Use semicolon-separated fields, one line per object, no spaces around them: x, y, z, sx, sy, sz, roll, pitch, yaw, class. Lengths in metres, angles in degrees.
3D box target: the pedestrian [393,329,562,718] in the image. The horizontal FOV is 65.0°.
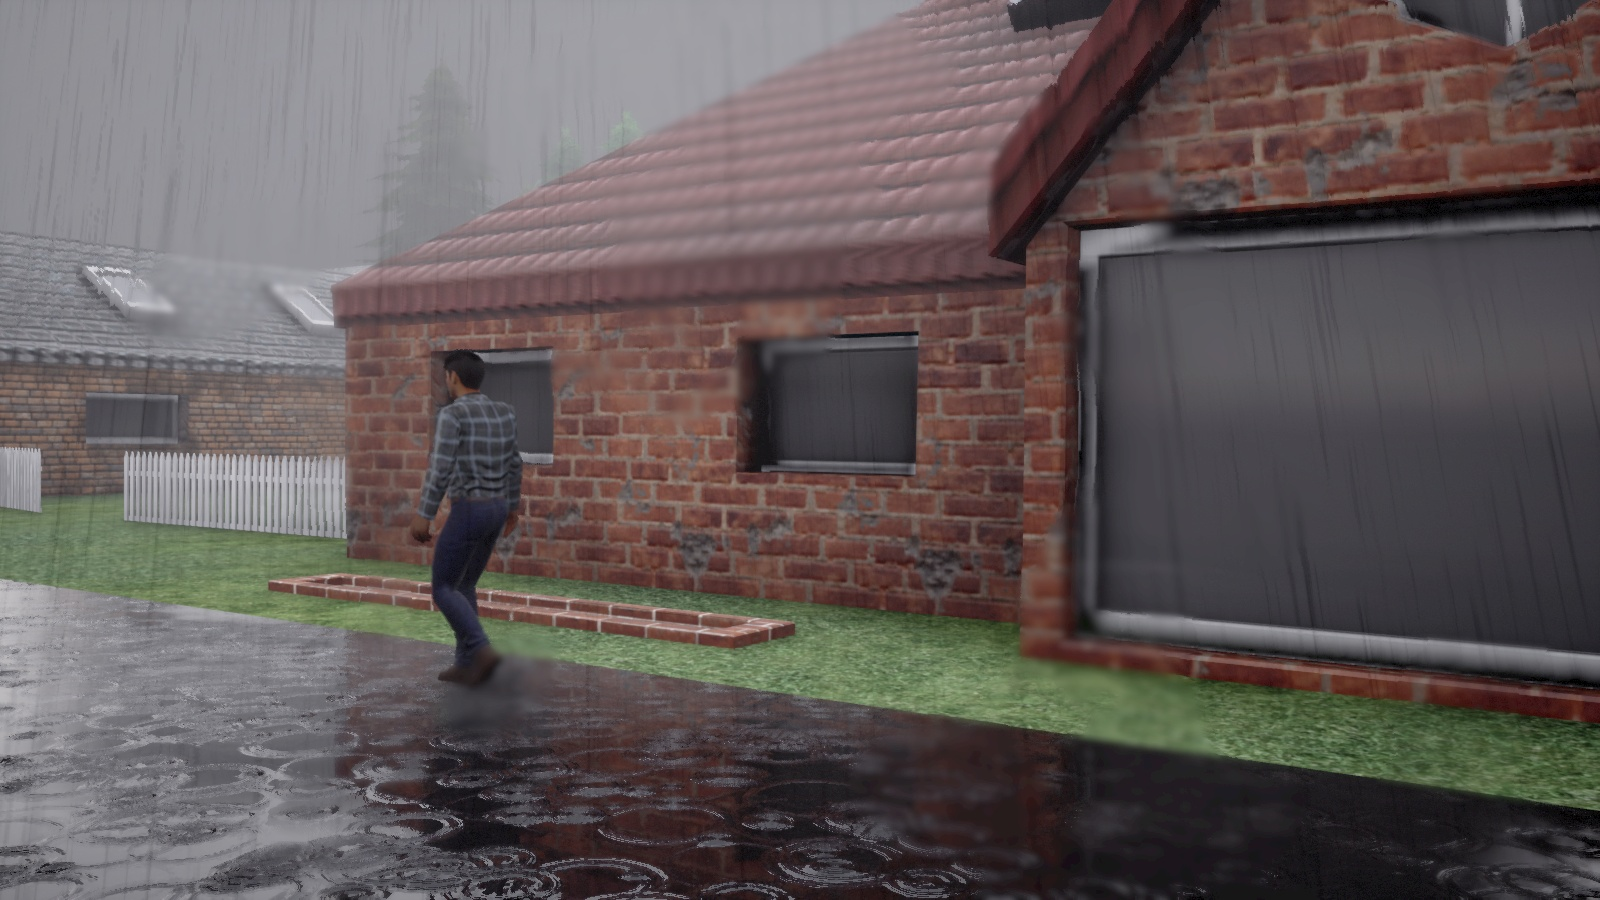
-1.714;0.365;6.667;0.788;1.949;0.423;0;1;33;pedestrian
